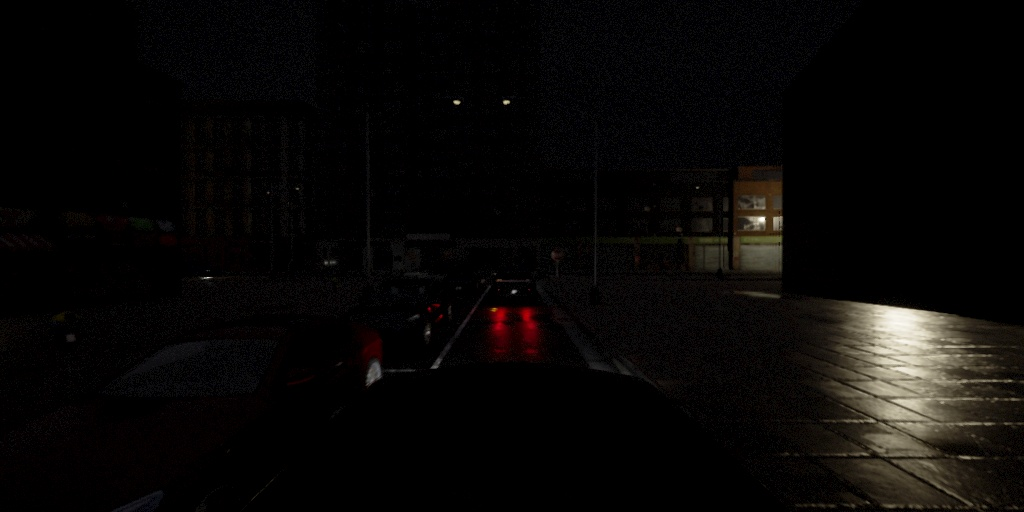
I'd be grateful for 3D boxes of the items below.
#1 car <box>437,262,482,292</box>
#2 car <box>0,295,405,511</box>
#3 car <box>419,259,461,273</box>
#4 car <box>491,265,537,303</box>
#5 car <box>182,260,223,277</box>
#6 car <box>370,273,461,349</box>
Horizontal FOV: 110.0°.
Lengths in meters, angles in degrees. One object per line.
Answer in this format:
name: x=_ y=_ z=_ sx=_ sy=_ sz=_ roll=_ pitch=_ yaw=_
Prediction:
car: x=-2.631 y=1.195 z=19.946 sx=1.948 sy=1.339 sz=4.313 roll=0 pitch=0 yaw=0
car: x=-2.637 y=1.320 z=3.590 sx=1.802 sy=1.307 sz=4.207 roll=0 pitch=0 yaw=0
car: x=-6.183 y=1.057 z=32.855 sx=4.892 sy=1.490 sz=1.837 roll=0 pitch=-2 yaw=23
car: x=0.085 y=1.147 z=16.130 sx=2.128 sy=1.511 sz=4.902 roll=0 pitch=0 yaw=0
car: x=-27.545 y=1.109 z=30.561 sx=5.008 sy=1.535 sz=1.882 roll=0 pitch=1 yaw=0
car: x=-2.635 y=1.267 z=9.042 sx=1.948 sy=1.339 sz=4.313 roll=0 pitch=0 yaw=0
